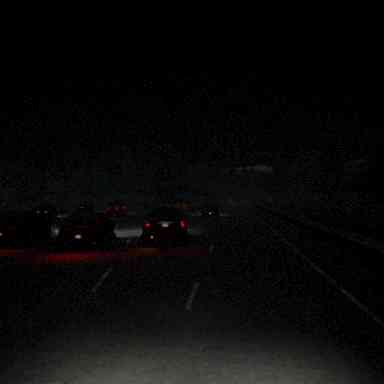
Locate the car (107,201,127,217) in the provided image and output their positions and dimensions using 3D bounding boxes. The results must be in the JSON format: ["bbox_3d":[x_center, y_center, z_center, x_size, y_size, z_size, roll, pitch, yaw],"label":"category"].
[{"bbox_3d":[-8.233,1.748,36.562,2.097,1.767,4.553,0,-1,-12],"label":"car"}]

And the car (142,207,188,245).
[{"bbox_3d":[-1.432,1.538,16.947,2.097,1.767,4.553,0,-1,-6],"label":"car"}]

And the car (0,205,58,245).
[{"bbox_3d":[-8.408,1.654,16.508,1.882,1.535,5.008,0,0,-7],"label":"car"}]

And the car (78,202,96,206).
[{"bbox_3d":[-12.320,1.911,38.852,2.128,1.511,4.902,0,-1,-13],"label":"car"}]

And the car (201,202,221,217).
[{"bbox_3d":[2.082,1.907,36.231,1.837,1.490,4.892,0,0,6],"label":"car"}]

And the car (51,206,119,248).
[{"bbox_3d":[-4.801,1.648,15.708,1.882,1.535,5.008,0,0,-6],"label":"car"}]
